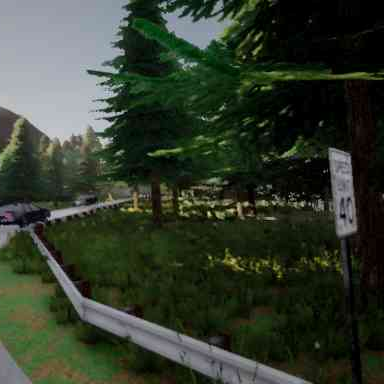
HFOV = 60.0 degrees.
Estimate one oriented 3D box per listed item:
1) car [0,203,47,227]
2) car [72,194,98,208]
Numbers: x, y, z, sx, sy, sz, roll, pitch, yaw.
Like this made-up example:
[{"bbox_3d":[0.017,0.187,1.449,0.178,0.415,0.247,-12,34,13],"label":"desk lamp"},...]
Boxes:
[{"bbox_3d":[-10.644,1.407,20.623,2.033,1.411,5.357,-4,1,-2],"label":"car"},{"bbox_3d":[-13.250,1.082,41.504,2.128,1.511,4.902,-4,1,5],"label":"car"}]
